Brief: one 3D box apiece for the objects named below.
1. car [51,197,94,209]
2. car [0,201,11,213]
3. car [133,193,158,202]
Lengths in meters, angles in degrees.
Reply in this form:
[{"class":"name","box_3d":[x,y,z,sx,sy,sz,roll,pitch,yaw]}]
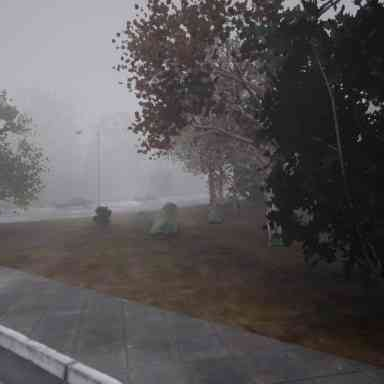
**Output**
[{"class":"car","box_3d":[-15.617,1.339,43.665,2.033,1.411,5.357,0,2,39]},{"class":"car","box_3d":[-22.151,1.532,35.556,1.837,1.490,4.892,0,1,39]},{"class":"car","box_3d":[-7.497,0.819,53.706,1.994,1.385,4.181,0,3,39]}]
